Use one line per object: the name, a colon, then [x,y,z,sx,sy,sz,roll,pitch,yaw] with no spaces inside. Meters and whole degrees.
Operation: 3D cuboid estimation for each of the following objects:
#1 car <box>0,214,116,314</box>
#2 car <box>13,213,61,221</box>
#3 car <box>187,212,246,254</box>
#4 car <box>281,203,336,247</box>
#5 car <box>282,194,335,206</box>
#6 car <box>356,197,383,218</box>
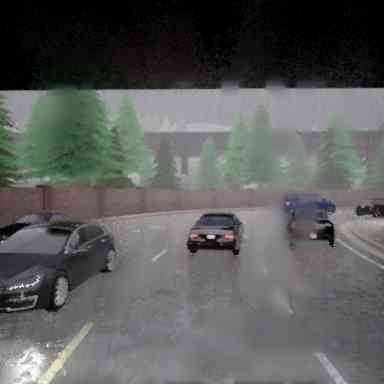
car: [-3.247,1.490,7.841,1.837,1.490,4.892,0,0,5]
car: [-6.042,1.539,13.335,1.994,1.385,4.181,0,0,10]
car: [1.115,1.521,13.425,2.033,1.411,5.357,0,0,11]
car: [5.173,1.463,15.040,2.128,1.511,4.902,0,0,13]
car: [10.795,1.163,30.825,5.566,2.045,2.150,0,-1,-31]
car: [16.723,1.297,28.866,4.553,1.767,2.097,0,0,-12]
